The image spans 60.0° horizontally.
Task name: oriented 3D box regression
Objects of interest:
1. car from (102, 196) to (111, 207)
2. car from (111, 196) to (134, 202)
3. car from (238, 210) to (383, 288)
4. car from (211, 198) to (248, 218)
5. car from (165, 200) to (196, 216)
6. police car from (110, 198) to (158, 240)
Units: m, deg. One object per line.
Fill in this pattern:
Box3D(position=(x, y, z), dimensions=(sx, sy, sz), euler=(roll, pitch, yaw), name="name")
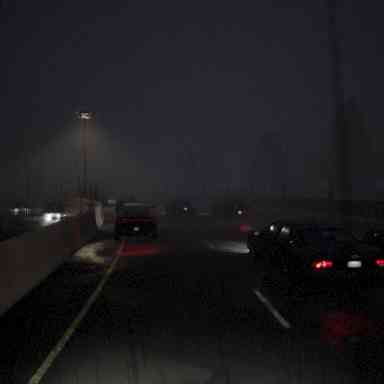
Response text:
Box3D(position=(-11.575, 1.243, 46.250), dimensions=(2.033, 1.411, 5.357), euler=(0, 1, -30), name="car")
Box3D(position=(-7.200, 1.246, 36.604), dimensions=(2.128, 1.511, 4.902), euler=(0, 0, -22), name="car")
Box3D(position=(3.000, 1.473, 9.146), dimensions=(2.033, 1.411, 5.357), euler=(0, 0, -6), name="car")
Box3D(position=(3.033, 1.297, 27.702), dimensions=(1.837, 1.490, 4.892), euler=(0, 0, -15), name="car")
Box3D(position=(-1.113, 1.354, 29.408), dimensions=(1.994, 1.385, 4.181), euler=(0, 0, -17), name="car")
Box3D(position=(-2.773, 1.313, 16.492), dimensions=(1.930, 1.638, 5.238), euler=(0, 0, -10), name="police car")
